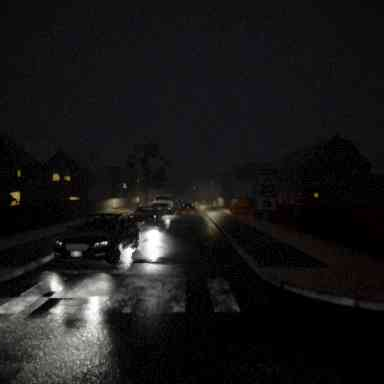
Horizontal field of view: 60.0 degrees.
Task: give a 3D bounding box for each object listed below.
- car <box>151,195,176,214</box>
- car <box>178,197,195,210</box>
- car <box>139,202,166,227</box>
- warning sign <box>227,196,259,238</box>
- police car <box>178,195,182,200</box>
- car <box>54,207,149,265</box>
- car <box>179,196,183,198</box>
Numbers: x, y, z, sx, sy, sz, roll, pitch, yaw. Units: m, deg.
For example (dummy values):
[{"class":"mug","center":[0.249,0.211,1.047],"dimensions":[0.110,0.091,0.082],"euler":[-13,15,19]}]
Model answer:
[{"class":"car","center":[-3.305,1.334,37.648],"dimensions":[2.150,2.045,5.566],"euler":[0,0,0]},{"class":"car","center":[-0.542,1.769,45.689],"dimensions":[1.895,1.301,4.718],"euler":[0,0,0]},{"class":"car","center":[-3.113,1.646,23.360],"dimensions":[1.895,1.301,4.718],"euler":[0,0,-1]},{"class":"warning sign","center":[2.396,1.145,15.894],"dimensions":[1.300,1.860,1.060],"euler":[2,2,-1]},{"class":"police car","center":[-1.907,1.989,86.187],"dimensions":[1.930,1.638,5.238],"euler":[0,-1,-6]},{"class":"car","center":[-3.155,1.507,11.918],"dimensions":[2.128,1.511,4.902],"euler":[0,0,4]},{"class":"car","center":[-0.761,1.810,55.513],"dimensions":[1.994,1.385,4.181],"euler":[0,0,-2]}]
